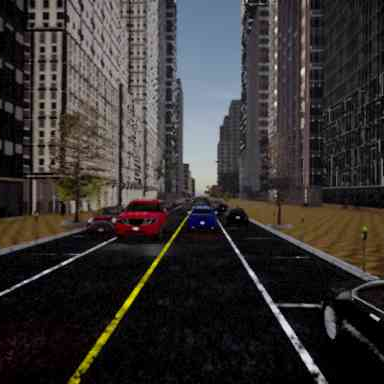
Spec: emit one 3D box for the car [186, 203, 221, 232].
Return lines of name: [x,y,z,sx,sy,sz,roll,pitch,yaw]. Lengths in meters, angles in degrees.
car: [0.716,1.755,22.610,1.882,1.535,5.008,0,-1,2]

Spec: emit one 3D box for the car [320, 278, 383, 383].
car: [2.888,1.618,3.774,2.008,1.369,4.403,0,-1,2]

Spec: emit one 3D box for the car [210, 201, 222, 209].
car: [4.382,2.311,60.174,1.947,1.339,4.313,0,-1,2]

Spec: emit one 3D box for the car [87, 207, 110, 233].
car: [-5.131,1.656,20.947,1.967,1.590,4.097,0,-1,2]

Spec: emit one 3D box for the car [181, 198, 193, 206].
car: [-0.939,2.204,72.804,2.097,1.767,4.553,0,-1,2]

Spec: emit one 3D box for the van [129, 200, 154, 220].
van: [-4.808,1.693,32.226,1.690,1.788,3.998,0,-1,2]

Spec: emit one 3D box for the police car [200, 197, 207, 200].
police car: [2.670,2.306,72.844,1.930,1.638,5.238,0,-1,-4]

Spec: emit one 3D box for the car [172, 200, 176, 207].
car: [-4.157,2.204,54.777,1.802,1.307,4.206,0,-1,2]

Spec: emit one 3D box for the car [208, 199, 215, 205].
car: [5.199,2.606,88.545,1.752,1.417,4.829,0,-1,2]

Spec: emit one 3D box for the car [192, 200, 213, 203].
car: [1.279,2.061,42.299,2.033,1.411,5.357,0,-1,2]

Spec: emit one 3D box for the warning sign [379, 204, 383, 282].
warning sign: [5.269,1.246,7.670,1.300,1.860,1.060,1,0,2]

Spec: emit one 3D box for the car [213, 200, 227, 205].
car: [3.895,2.110,43.255,1.947,1.339,4.313,0,-1,2]

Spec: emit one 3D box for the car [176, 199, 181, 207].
car: [-3.833,2.322,66.054,1.947,1.339,4.313,0,-1,2]

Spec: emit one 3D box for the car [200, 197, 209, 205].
car: [3.017,2.213,82.793,2.150,2.045,5.566,-1,-1,2]

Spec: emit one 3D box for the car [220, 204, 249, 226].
car: [3.408,1.907,26.335,1.947,1.339,4.313,0,-1,2]

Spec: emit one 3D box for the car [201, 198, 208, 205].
car: [3.428,2.528,88.950,1.801,1.575,5.366,0,-1,2]

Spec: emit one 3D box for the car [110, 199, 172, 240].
car: [-2.593,1.427,18.570,2.150,2.045,5.566,0,-1,2]

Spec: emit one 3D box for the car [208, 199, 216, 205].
car: [5.031,2.557,82.735,1.887,1.381,4.507,0,-1,2]
